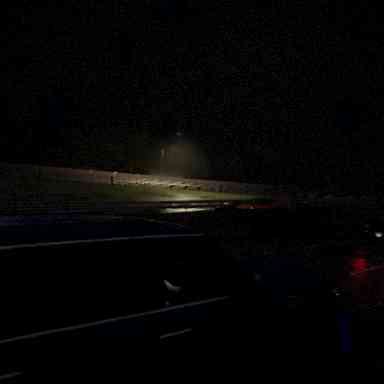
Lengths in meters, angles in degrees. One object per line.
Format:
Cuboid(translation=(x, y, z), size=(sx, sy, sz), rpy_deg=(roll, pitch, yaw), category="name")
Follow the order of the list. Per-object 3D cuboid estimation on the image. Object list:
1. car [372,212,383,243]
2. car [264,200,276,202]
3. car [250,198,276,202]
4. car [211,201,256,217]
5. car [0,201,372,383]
Cuboid(translation=(9.417, 1.544, 14.760), size=(4.674, 1.442, 1.812), rpy_deg=(0, 0, -35), category="car")
Cuboid(translation=(8.212, 1.589, 27.041), size=(4.181, 1.385, 1.994), rpy_deg=(0, 0, -35), category="car")
Cuboid(translation=(5.902, 1.377, 29.693), size=(4.553, 1.767, 2.097), rpy_deg=(0, 0, -35), category="car")
Cuboid(translation=(4.105, 1.590, 32.709), size=(4.181, 1.385, 1.994), rpy_deg=(0, 0, -35), category="car")
Cuboid(translation=(-0.801, 1.223, 3.175), size=(5.566, 2.045, 2.150), rpy_deg=(0, 0, -35), category="car")
